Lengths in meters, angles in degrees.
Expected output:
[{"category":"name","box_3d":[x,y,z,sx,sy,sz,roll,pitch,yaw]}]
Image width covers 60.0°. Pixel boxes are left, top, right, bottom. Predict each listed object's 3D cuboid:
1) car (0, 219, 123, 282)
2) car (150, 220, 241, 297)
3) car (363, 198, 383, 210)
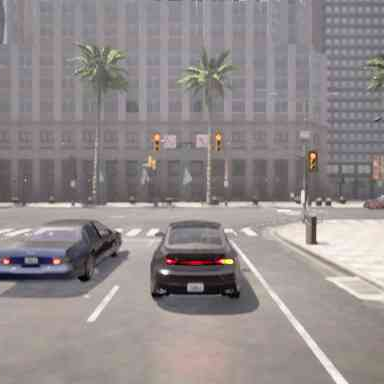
[{"category":"car","box_3d":[-3.421,1.498,9.616,2.033,1.411,5.357,0,0,0]},{"category":"car","box_3d":[0.076,1.462,8.422,1.837,1.490,4.892,0,0,0]},{"category":"car","box_3d":[22.197,1.370,38.483,4.181,1.385,1.994,0,0,0]}]
